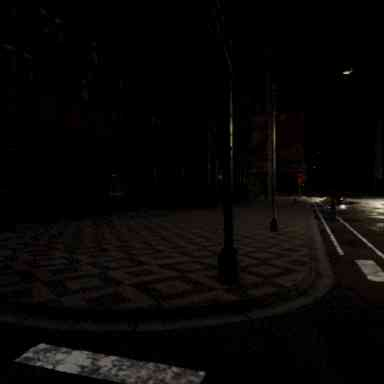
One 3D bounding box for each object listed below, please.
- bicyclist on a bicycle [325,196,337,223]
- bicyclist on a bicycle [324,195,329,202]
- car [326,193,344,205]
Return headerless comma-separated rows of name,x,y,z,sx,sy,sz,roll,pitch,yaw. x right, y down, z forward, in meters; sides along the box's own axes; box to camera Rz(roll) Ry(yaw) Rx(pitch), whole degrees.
bicyclist on a bicycle,9.624,1.251,22.741,0.582,1.620,1.656,0,1,19
bicyclist on a bicycle,14.216,1.140,34.735,0.866,1.612,1.509,0,0,19
car,20.801,0.940,48.550,2.097,1.767,4.553,0,0,19
